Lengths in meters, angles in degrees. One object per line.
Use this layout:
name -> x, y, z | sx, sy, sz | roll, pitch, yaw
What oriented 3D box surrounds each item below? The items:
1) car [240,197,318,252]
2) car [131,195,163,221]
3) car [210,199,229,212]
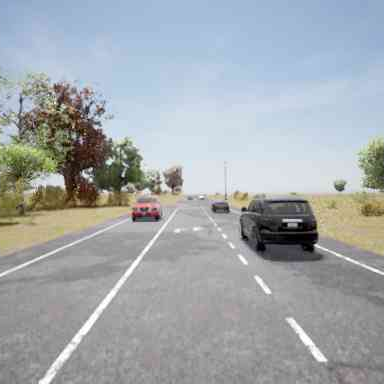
car -> 3.425, 1.232, 14.069 | 2.150, 2.045, 5.566 | 0, 0, 0
car -> -3.700, 1.304, 28.091 | 2.150, 2.045, 5.566 | 0, 0, -1
car -> 3.279, 1.541, 39.359 | 2.128, 1.511, 4.902 | 0, 0, 0
